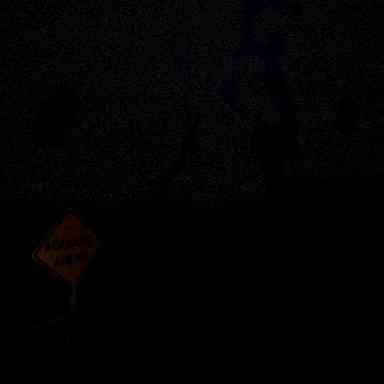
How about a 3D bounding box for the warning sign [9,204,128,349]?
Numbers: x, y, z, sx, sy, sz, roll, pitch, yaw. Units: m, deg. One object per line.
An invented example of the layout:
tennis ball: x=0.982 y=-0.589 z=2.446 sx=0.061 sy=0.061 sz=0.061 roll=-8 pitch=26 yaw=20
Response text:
warning sign: x=-1.914 y=1.168 z=5.267 sx=1.060 sy=1.860 sz=1.300 roll=-3 pitch=0 yaw=36
